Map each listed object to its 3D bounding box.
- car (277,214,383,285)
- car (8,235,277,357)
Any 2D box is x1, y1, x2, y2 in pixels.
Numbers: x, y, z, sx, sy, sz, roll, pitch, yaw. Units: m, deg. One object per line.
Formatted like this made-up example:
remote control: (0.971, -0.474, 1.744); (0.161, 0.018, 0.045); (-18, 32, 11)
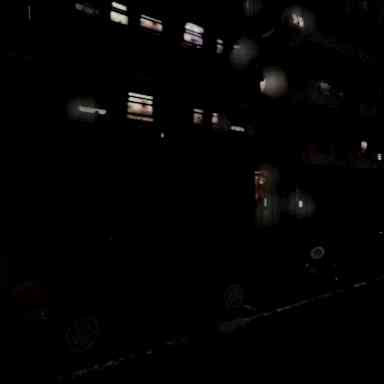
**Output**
car: (3.872, 1.406, 9.314); (4.097, 1.590, 1.967); (0, 1, -36)
car: (-0.761, 1.534, 6.010); (4.507, 1.381, 1.887); (0, 1, -35)
